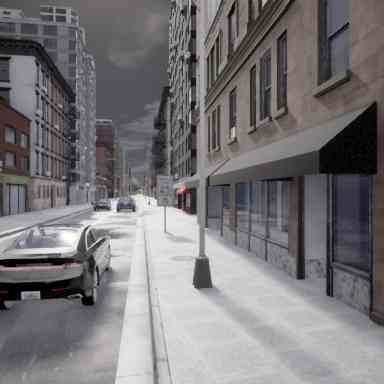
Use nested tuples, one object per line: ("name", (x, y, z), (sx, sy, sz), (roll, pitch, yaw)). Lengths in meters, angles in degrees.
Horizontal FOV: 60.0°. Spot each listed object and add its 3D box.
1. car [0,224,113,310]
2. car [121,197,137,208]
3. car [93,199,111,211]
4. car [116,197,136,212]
("car", (-3.030, 1.497, 7.893), (2.128, 1.511, 4.902), (0, 0, -9))
("car", (-9.432, 1.562, 49.845), (2.128, 1.511, 4.902), (0, 0, -9))
("car", (-11.324, 1.604, 42.339), (2.033, 1.411, 5.357), (0, 0, -9))
("car", (-7.865, 1.402, 39.966), (2.097, 1.767, 4.553), (0, 0, -8))
